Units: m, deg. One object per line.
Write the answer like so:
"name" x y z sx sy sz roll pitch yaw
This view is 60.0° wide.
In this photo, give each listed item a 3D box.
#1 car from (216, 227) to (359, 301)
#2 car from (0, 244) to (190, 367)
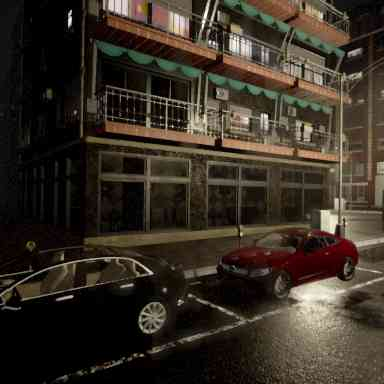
"car" 2.536 1.584 8.324 4.206 1.307 1.802 0 1 -36
"car" -2.087 1.551 5.014 4.403 1.369 2.008 0 1 -36
